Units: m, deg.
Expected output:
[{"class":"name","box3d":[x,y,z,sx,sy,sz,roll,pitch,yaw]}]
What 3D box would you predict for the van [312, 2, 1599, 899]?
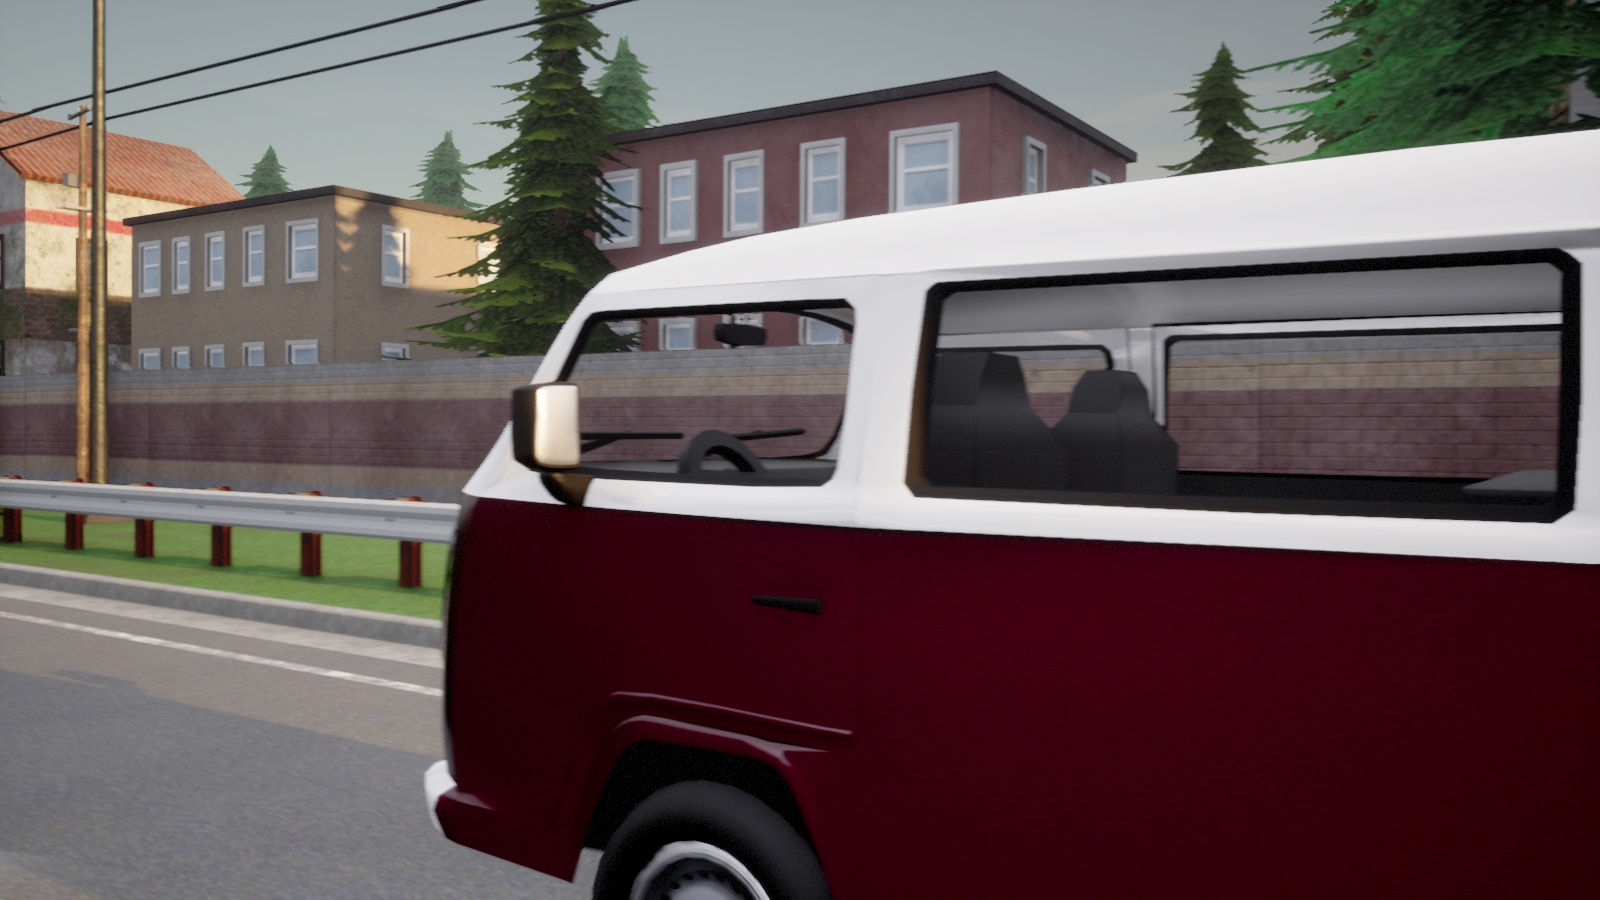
[{"class":"van","box3d":[1.208,0.408,2.816,4.480,2.038,2.069,0,1,34]}]
